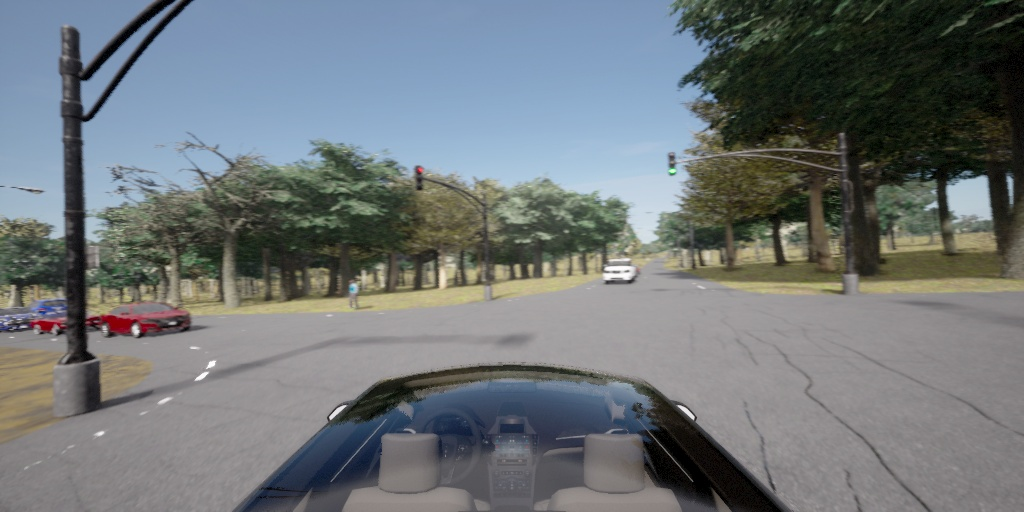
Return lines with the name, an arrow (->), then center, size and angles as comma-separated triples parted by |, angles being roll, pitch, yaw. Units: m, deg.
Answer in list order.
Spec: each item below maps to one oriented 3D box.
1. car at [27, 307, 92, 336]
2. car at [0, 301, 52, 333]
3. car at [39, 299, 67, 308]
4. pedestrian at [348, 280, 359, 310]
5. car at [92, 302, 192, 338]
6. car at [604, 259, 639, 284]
car -> -26.033, 3.849, 21.114 | 4.718, 1.301, 1.895 | -5, -2, 25
car -> -35.347, 4.420, 25.457 | 4.553, 1.767, 2.097 | -5, -2, 26
car -> -42.561, 5.040, 32.844 | 5.566, 2.045, 2.150 | -5, -2, 25
pedestrian -> -9.557, 2.326, 21.594 | 0.375, 1.860, 0.375 | -3, 1, 25
car -> -17.561, 2.965, 17.190 | 5.008, 1.535, 1.882 | -5, -2, 25
car -> 9.307, 1.265, 30.818 | 2.150, 2.045, 5.566 | -3, -2, 23
